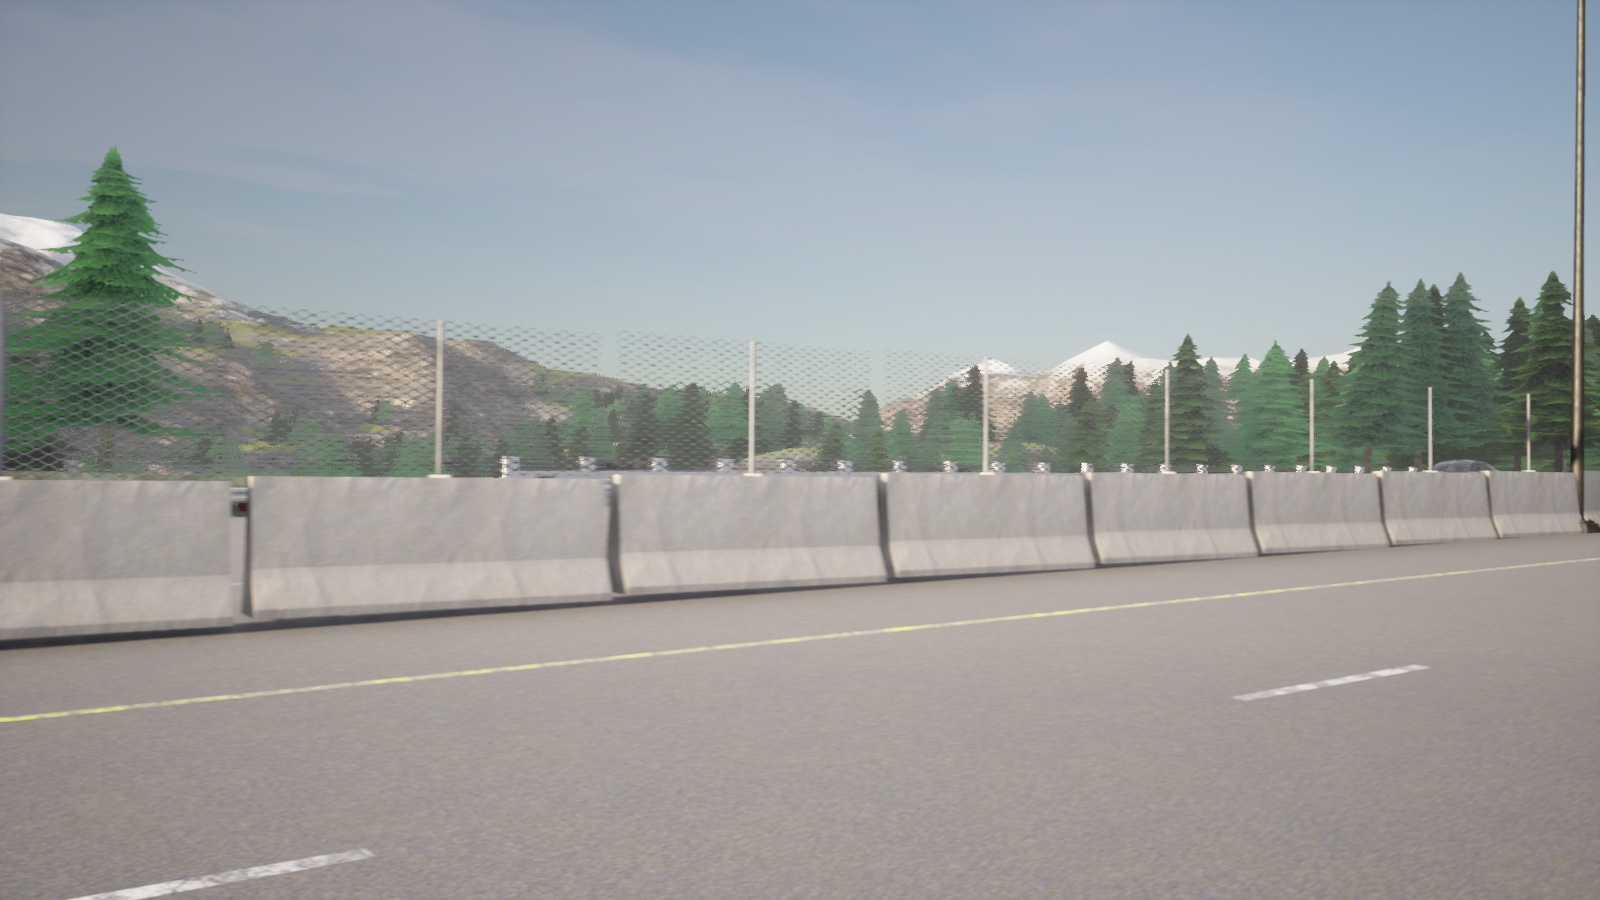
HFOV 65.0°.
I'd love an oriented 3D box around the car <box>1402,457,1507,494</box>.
[{"bbox_3d":[27.428,1.050,52.597,4.892,1.490,1.837,1,-1,-35],"label":"car"}]
